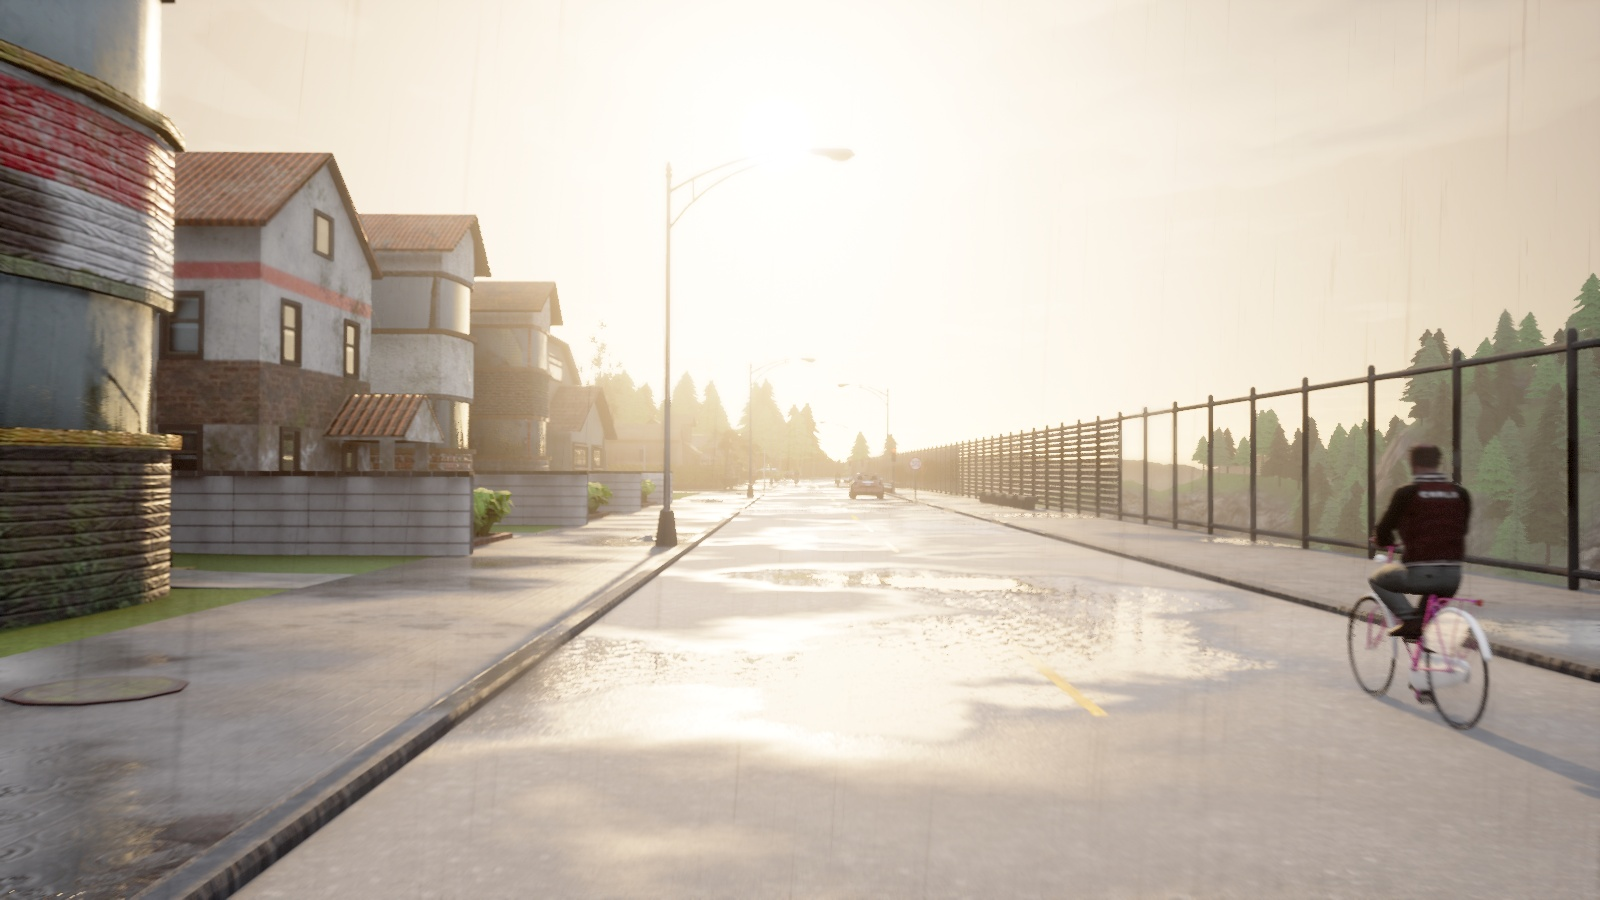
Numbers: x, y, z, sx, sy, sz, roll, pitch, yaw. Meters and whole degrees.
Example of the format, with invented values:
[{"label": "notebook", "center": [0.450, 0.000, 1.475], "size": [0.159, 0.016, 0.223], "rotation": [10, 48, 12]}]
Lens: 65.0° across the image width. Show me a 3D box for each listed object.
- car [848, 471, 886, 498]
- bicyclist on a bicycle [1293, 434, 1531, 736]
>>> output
[{"label": "car", "center": [3.823, 1.975, 72.326], "size": [1.970, 1.475, 3.806], "rotation": [0, -1, 0]}, {"label": "bicyclist on a bicycle", "center": [3.979, 0.809, 8.344], "size": [0.659, 1.776, 1.843], "rotation": [0, -1, 0]}]
